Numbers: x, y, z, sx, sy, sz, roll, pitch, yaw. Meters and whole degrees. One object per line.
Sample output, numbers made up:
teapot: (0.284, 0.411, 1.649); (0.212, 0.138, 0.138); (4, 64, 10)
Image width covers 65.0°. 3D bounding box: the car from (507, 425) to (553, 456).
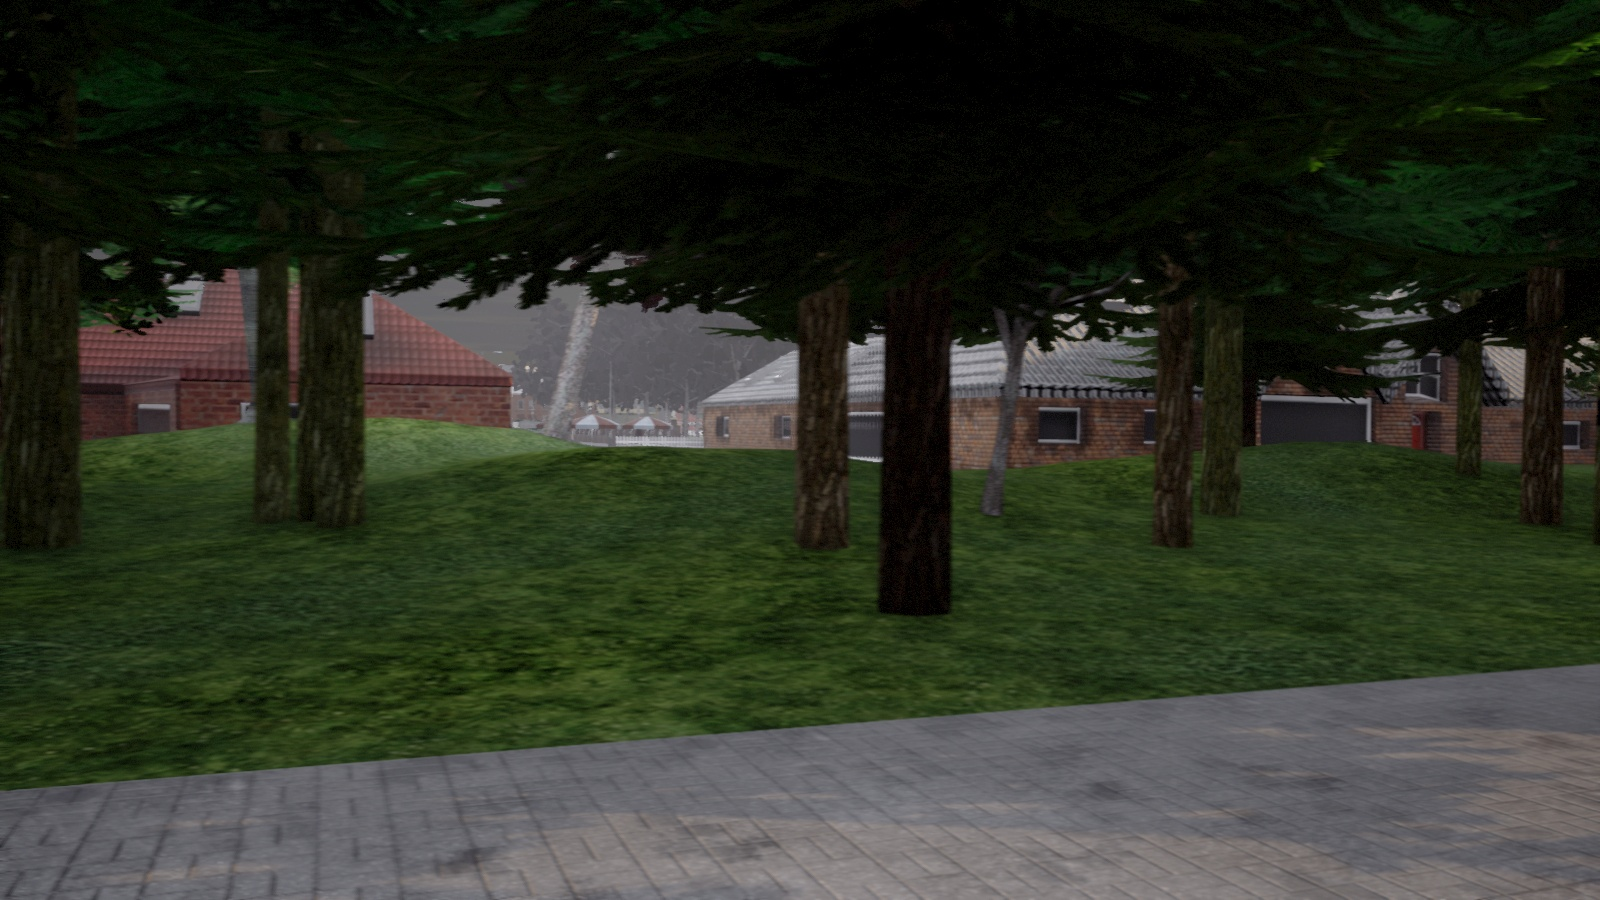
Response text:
car: (-18.804, -0.701, 87.323); (2.150, 2.045, 5.566); (-1, 1, -22)
